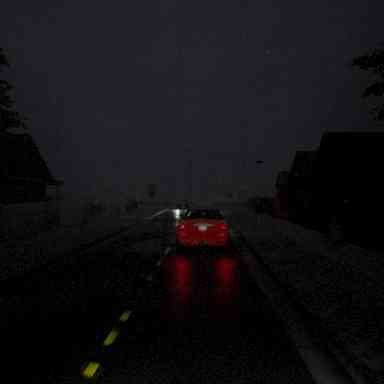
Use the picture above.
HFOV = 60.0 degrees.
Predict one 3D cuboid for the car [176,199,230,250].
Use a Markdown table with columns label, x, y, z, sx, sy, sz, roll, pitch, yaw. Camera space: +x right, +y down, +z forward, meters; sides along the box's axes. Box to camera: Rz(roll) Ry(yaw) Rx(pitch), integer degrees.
| label | x | y | z | sx | sy | sz | roll | pitch | yaw |
| --- | --- | --- | --- | --- | --- | --- | --- | --- | --- |
| car | 0.489 | 1.374 | 14.520 | 2.097 | 1.767 | 4.553 | 0 | 0 | 2 |

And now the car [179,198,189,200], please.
| label | x | y | z | sx | sy | sz | roll | pitch | yaw |
| --- | --- | --- | --- | --- | --- | --- | --- | --- | --- |
| car | -1.090 | 1.615 | 45.634 | 1.837 | 1.490 | 4.892 | 0 | 0 | 2 |

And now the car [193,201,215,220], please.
| label | x | y | z | sx | sy | sz | roll | pitch | yaw |
| --- | --- | --- | --- | --- | --- | --- | --- | --- | --- |
| car | 1.056 | 1.559 | 29.539 | 1.812 | 1.442 | 4.674 | 0 | 0 | 2 |
